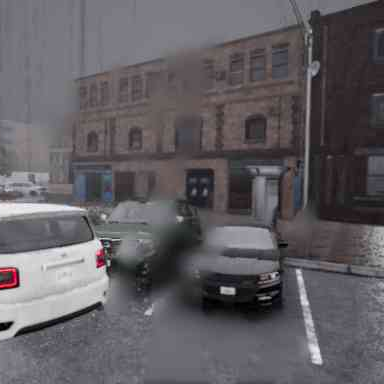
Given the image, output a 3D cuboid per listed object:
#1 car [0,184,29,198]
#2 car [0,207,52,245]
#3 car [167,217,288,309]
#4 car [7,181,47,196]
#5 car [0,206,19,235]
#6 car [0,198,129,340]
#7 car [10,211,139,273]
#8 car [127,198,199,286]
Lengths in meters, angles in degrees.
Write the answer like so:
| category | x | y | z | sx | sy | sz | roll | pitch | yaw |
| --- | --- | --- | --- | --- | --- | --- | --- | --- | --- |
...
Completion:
| category | x | y | z | sx | sy | sz | roll | pitch | yaw |
| --- | --- | --- | --- | --- | --- | --- | --- | --- | --- |
| car | -24.652 | 0.152 | 43.930 | 4.674 | 1.452 | 2.002 | 1 | 6 | 7 |
| car | -8.725 | 1.499 | 15.005 | 2.002 | 1.452 | 4.674 | 1 | 0 | 13 |
| car | 1.259 | 1.474 | 8.196 | 2.097 | 1.535 | 5.008 | 1 | -1 | 15 |
| car | -23.273 | -0.427 | 46.586 | 5.566 | 2.045 | 2.435 | 1 | 6 | 7 |
| car | -11.253 | 1.495 | 16.667 | 2.002 | 1.452 | 4.674 | 0 | -1 | 13 |
| car | -3.959 | 1.213 | 6.108 | 5.566 | 2.045 | 2.150 | 0 | 0 | 35 |
| car | -3.722 | 1.506 | 11.627 | 2.002 | 1.452 | 4.674 | 0 | -1 | 14 |
| car | -1.226 | 1.218 | 9.891 | 2.435 | 2.045 | 5.566 | 1 | -1 | 14 |
